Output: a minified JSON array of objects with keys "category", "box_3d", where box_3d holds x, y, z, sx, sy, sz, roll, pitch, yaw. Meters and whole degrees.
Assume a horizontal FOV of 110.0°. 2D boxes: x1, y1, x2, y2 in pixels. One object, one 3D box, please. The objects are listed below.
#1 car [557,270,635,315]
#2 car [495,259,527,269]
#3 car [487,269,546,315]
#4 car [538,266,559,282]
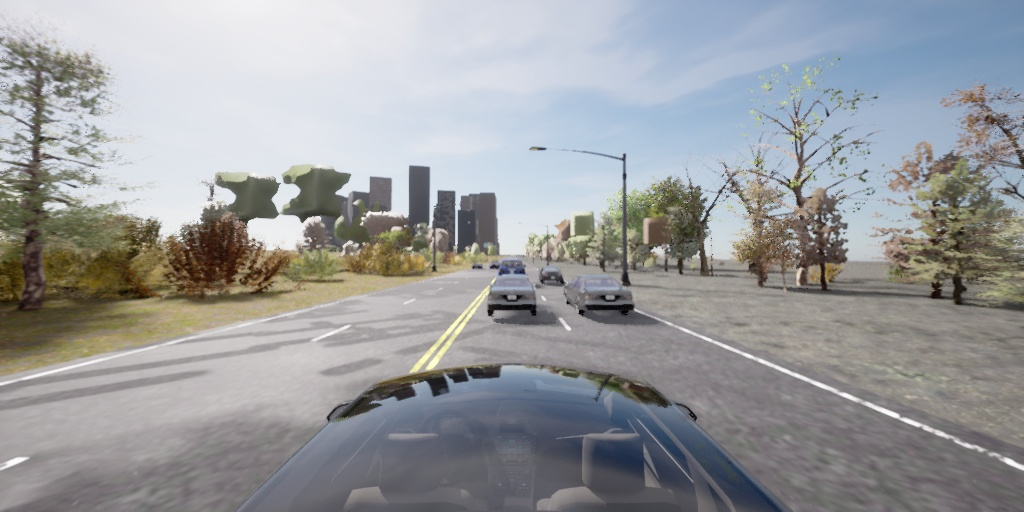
[{"category":"car","box_3d":[3.256,1.433,14.349,2.033,1.411,5.357,0,0,0]},{"category":"car","box_3d":[0.010,1.276,29.409,2.150,2.045,5.566,0,0,0]},{"category":"car","box_3d":[0.009,1.436,14.347,2.033,1.411,5.357,0,-1,0]},{"category":"car","box_3d":[3.273,1.587,30.717,1.812,1.442,4.674,0,-1,1]}]
